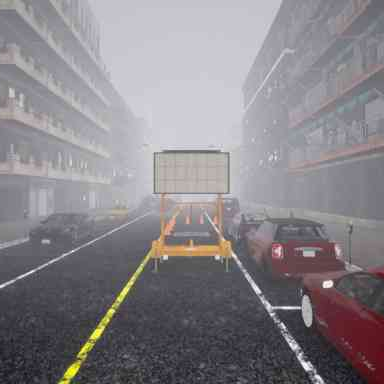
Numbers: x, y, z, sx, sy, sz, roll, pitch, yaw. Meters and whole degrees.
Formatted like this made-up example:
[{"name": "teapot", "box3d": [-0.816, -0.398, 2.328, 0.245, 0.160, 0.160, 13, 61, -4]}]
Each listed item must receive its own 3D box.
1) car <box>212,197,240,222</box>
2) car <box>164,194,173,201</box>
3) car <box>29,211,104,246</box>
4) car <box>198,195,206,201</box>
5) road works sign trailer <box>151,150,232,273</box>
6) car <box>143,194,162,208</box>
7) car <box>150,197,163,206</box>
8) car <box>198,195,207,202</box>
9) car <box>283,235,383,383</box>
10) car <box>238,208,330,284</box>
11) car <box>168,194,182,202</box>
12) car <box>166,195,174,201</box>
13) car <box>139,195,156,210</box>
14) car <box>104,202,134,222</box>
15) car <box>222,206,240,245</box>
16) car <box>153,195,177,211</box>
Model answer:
[{"name": "car", "box3d": [2.655, 1.312, 26.471, 2.192, 1.841, 5.009, 0, 0, 0]}, {"name": "car", "box3d": [-5.808, 1.414, 82.826, 1.967, 1.590, 4.097, 0, 0, 0]}, {"name": "car", "box3d": [-5.711, 1.565, 15.188, 1.947, 1.339, 4.313, 0, 0, 0]}, {"name": "car", "box3d": [2.564, 1.516, 88.471, 1.887, 1.381, 4.507, 0, 0, 0]}, {"name": "road works sign trailer", "box3d": [-0.015, 0.464, 10.690, 2.380, 3.560, 2.880, 0, 0, 0]}, {"name": "car", "box3d": [-5.758, 1.305, 49.008, 2.192, 1.841, 5.009, 0, 0, 0]}, {"name": "car", "box3d": [-5.768, 1.570, 54.645, 1.802, 1.307, 4.206, 0, 0, 0]}, {"name": "car", "box3d": [2.580, 1.503, 77.368, 1.752, 1.417, 4.829, 0, 0, 0]}, {"name": "car", "box3d": [2.686, 1.545, 3.925, 1.887, 1.381, 4.507, 0, 0, 0]}, {"name": "car", "box3d": [2.678, 1.440, 9.562, 1.967, 1.590, 4.097, 0, 0, 0]}, {"name": "car", "box3d": [-3.097, 1.334, 67.278, 2.097, 1.767, 4.553, 0, 0, 0]}, {"name": "car", "box3d": [-5.816, 1.516, 88.463, 1.887, 1.381, 4.507, 0, 0, 0]}, {"name": "car", "box3d": [-5.751, 1.432, 43.372, 1.967, 1.590, 4.097, 0, 0, 0]}, {"name": "car", "box3d": [-5.727, 1.523, 26.292, 1.752, 1.417, 4.829, 0, 0, 0]}, {"name": "car", "box3d": [2.670, 1.550, 15.197, 2.008, 1.369, 4.403, 0, 0, 0]}, {"name": "car", "box3d": [-3.158, 1.471, 39.887, 1.882, 1.535, 5.008, 0, 0, 0]}]
